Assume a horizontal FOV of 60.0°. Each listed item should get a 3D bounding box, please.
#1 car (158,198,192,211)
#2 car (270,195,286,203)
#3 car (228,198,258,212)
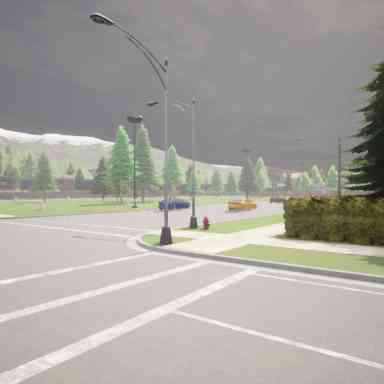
[{"bbox_3d":[-1.974,1.477,40.437,1.882,1.535,5.008,0,0,36],"label":"car"},{"bbox_3d":[17.518,1.353,67.408,2.097,1.767,4.553,0,0,36],"label":"car"},{"bbox_3d":[6.122,1.477,39.689,1.882,1.535,5.008,0,0,36],"label":"car"}]
